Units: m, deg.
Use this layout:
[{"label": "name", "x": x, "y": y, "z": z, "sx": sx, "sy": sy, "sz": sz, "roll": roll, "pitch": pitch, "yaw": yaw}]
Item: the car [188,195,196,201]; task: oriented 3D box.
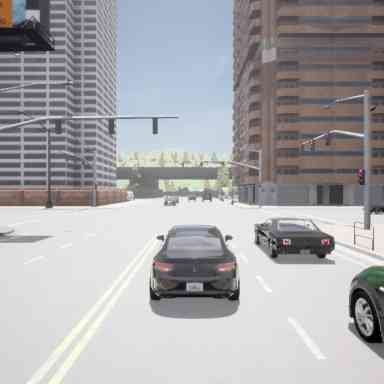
[{"label": "car", "x": 0.033, "y": 1.425, "z": 77.270, "sx": 1.837, "sy": 1.490, "sz": 4.892, "roll": 0, "pitch": 0, "yaw": 0}]

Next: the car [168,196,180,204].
[{"label": "car", "x": -3.513, "y": 1.491, "z": 65.201, "sx": 2.128, "sy": 1.511, "sz": 4.902, "roll": 0, "pitch": 0, "yaw": 1}]

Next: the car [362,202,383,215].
[{"label": "car", "x": 19.971, "y": 1.601, "z": 33.697, "sx": 4.718, "sy": 1.301, "sz": 1.895, "roll": 0, "pitch": 0, "yaw": 1}]

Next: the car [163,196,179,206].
[{"label": "car", "x": -3.577, "y": 1.491, "z": 54.797, "sx": 2.128, "sy": 1.511, "sz": 4.902, "roll": 0, "pitch": 0, "yaw": -1}]

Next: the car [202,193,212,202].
[{"label": "car", "x": 3.534, "y": 1.225, "z": 77.979, "sx": 2.150, "sy": 2.045, "sz": 5.566, "roll": 0, "pitch": 0, "yaw": 0}]

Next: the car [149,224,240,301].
[{"label": "car", "x": 0.064, "y": 1.526, "z": 8.227, "sx": 1.812, "sy": 1.442, "sz": 4.674, "roll": 0, "pitch": 0, "yaw": 0}]

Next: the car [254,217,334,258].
[{"label": "car", "x": 3.608, "y": 1.601, "z": 12.679, "sx": 1.895, "sy": 1.301, "sz": 4.718, "roll": 0, "pitch": 0, "yaw": 1}]

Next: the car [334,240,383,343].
[{"label": "car", "x": 3.601, "y": 1.352, "z": 3.594, "sx": 2.097, "sy": 1.767, "sz": 4.553, "roll": 0, "pitch": 0, "yaw": 0}]
